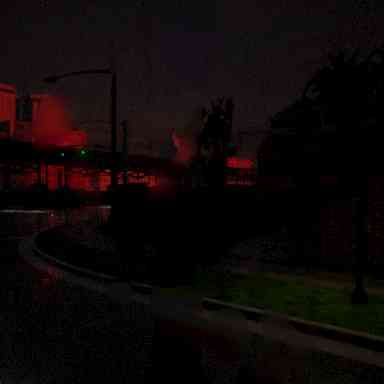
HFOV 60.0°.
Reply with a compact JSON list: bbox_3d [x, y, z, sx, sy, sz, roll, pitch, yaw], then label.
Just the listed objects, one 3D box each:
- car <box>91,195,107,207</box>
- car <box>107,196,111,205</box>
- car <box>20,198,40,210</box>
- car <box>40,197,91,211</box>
[{"bbox_3d":[-12.958,1.260,47.970,2.128,1.511,4.902,0,1,37],"label":"car"},{"bbox_3d":[-8.968,1.289,47.447,2.033,1.411,5.357,0,1,37],"label":"car"},{"bbox_3d":[-18.475,1.403,40.665,1.812,1.442,4.674,0,1,37],"label":"car"},{"bbox_3d":[-14.908,1.364,39.579,1.837,1.490,4.892,0,1,37],"label":"car"}]
